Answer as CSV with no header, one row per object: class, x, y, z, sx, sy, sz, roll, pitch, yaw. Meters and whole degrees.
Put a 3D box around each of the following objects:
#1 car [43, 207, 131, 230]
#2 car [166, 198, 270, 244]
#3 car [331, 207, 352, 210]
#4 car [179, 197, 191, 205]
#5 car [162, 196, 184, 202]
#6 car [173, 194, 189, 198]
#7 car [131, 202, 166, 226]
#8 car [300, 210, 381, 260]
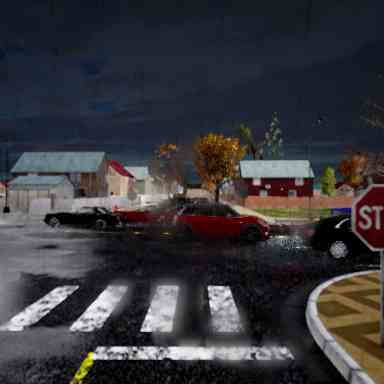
car,-6.469,1.553,20.259,4.718,1.301,1.895,1,0,8
car,1.340,1.356,15.694,4.553,1.767,2.097,1,0,8
car,11.610,1.397,21.041,5.566,2.045,2.150,1,0,8
car,-1.216,1.570,61.009,1.812,1.442,4.674,0,0,3
car,-2.324,1.511,34.593,1.837,1.490,4.892,0,0,4
car,-1.778,1.241,46.997,2.150,2.045,5.566,0,0,2
car,-3.219,1.596,23.085,4.718,1.301,1.895,0,0,8
car,6.373,1.550,11.721,4.892,1.490,1.837,1,0,8
